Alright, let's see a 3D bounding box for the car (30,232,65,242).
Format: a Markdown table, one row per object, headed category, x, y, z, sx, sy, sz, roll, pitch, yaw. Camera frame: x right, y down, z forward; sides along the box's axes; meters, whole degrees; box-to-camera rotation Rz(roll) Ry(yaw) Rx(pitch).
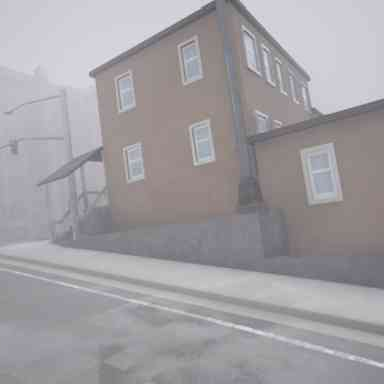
| category | x | y | z | sx | sy | sz | roll | pitch | yaw |
| --- | --- | --- | --- | --- | --- | --- | --- | --- | --- |
| car | -11.715 | 4.278 | 29.094 | 1.837 | 1.490 | 4.892 | -12 | -11 | 35 |
